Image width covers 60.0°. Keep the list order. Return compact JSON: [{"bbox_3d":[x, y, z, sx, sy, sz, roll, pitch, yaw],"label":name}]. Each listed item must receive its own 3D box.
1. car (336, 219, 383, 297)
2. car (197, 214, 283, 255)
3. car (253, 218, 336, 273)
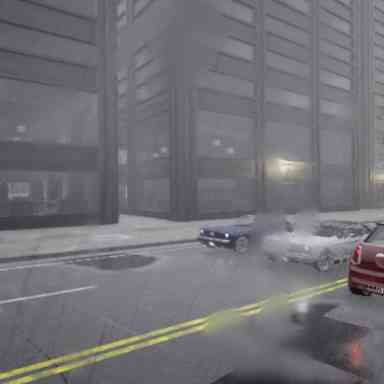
[{"bbox_3d":[5.501,1.350,7.356,4.553,1.767,2.097,0,0,-35],"label":"car"},{"bbox_3d":[2.543,1.600,13.473,4.718,1.301,1.895,0,0,-35],"label":"car"},{"bbox_3d":[4.429,1.599,10.826,4.718,1.301,1.895,0,0,-35],"label":"car"}]
